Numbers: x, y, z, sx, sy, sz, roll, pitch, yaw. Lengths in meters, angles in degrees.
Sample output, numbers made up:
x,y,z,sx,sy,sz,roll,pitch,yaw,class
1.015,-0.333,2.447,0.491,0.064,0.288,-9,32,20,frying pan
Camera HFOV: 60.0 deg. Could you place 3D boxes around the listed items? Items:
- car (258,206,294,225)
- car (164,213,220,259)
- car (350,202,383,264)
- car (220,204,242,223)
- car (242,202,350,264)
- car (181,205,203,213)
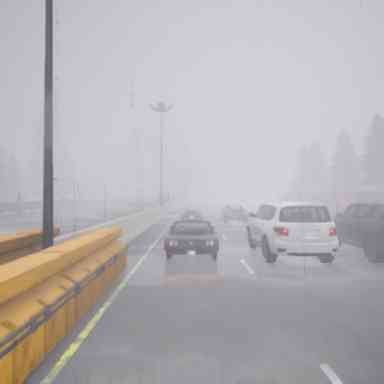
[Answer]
x,y,z,sx,sy,sz,roll,pitch,yaw,class
6.997,1.908,28.231,1.895,1.301,4.718,0,-1,0,car
0.002,1.746,13.228,1.895,1.301,4.718,0,-1,0,car
6.997,1.362,12.558,2.150,2.045,5.566,0,0,0,car
3.500,1.803,28.490,2.128,1.511,4.902,0,0,0,car
3.498,1.362,12.561,2.150,2.045,5.566,0,0,0,car
0.002,1.839,28.877,1.812,1.442,4.674,0,0,0,car
